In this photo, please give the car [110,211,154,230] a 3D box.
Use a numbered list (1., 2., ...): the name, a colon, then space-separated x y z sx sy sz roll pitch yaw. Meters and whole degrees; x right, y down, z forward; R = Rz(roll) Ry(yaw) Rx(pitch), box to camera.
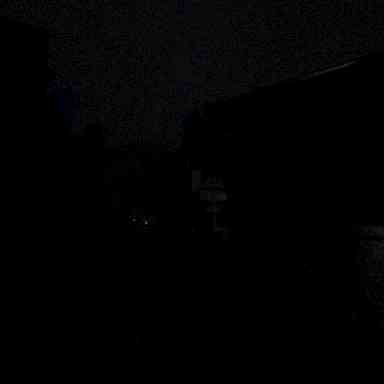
1. car: -4.778 2.197 25.952 2.128 1.511 4.902 1 -6 -37
